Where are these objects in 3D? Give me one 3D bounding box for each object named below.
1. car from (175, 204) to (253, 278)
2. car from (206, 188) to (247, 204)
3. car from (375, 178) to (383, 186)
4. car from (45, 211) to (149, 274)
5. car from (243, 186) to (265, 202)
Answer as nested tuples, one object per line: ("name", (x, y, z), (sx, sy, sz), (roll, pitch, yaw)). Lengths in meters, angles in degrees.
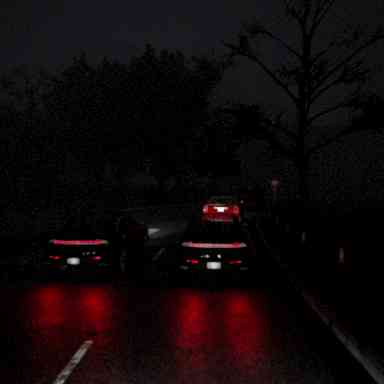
("car", (0.643, 1.348, 9.716), (2.128, 1.511, 4.902), (0, 1, 4))
("car", (1.860, 0.870, 19.139), (2.097, 1.767, 4.553), (1, 3, 11))
("car", (35.717, -1.862, 60.678), (2.185, 1.767, 4.553), (-1, 4, -15))
("car", (-2.579, 1.329, 10.115), (2.128, 1.511, 4.902), (0, 1, 4))
("car", (6.201, 0.078, 34.580), (1.882, 1.535, 5.008), (2, 4, 25))
